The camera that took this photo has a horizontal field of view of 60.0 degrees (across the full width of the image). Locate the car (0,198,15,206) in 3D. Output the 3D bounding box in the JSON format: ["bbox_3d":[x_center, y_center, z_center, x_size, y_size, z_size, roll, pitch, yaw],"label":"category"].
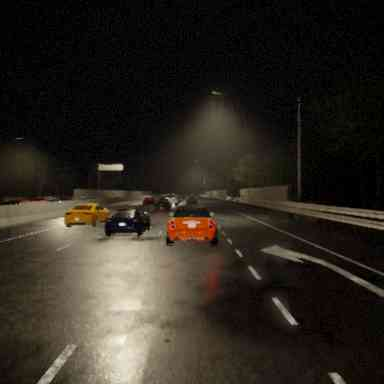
[{"bbox_3d":[-24.575,1.582,42.679,2.128,1.511,4.902,0,0,0],"label":"car"}]

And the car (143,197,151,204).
[{"bbox_3d":[-7.025,1.597,55.709,1.882,1.535,5.008,0,0,0],"label":"car"}]

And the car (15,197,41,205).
[{"bbox_3d":[-21.066,1.446,44.448,2.097,1.767,4.553,0,0,1],"label":"car"}]

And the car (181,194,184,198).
[{"bbox_3d":[-3.534,1.694,74.707,2.128,1.511,4.902,0,0,0],"label":"car"}]

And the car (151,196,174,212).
[{"bbox_3d":[-3.518,1.589,40.694,1.837,1.490,4.892,0,0,0],"label":"car"}]

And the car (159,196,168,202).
[{"bbox_3d":[-7.037,1.666,81.745,1.882,1.535,5.008,0,0,0],"label":"car"}]

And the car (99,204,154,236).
[{"bbox_3d":[-3.507,1.599,18.688,1.994,1.385,4.181,0,0,0],"label":"car"}]

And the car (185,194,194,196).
[{"bbox_3d":[-0.035,1.699,76.690,2.128,1.511,4.902,0,0,0],"label":"car"}]

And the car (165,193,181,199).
[{"bbox_3d":[-3.527,1.346,57.746,2.150,2.045,5.566,0,0,0],"label":"car"}]

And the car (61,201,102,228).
[{"bbox_3d":[-7.010,1.522,22.725,1.882,1.535,5.008,0,0,0],"label":"car"}]

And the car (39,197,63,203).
[{"bbox_3d":[-17.580,1.654,43.063,1.994,1.385,4.181,0,0,0],"label":"car"}]

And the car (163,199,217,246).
[{"bbox_3d":[-0.004,1.379,15.621,2.097,1.767,4.553,0,0,0],"label":"car"}]

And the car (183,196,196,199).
[{"bbox_3d":[-0.021,1.650,49.650,2.033,1.411,5.357,0,0,0],"label":"car"}]
